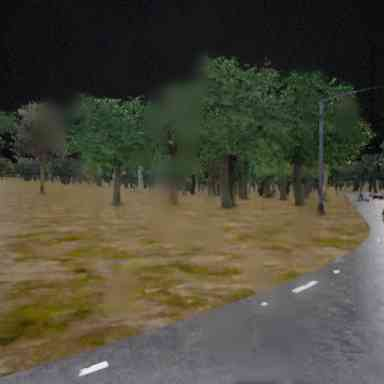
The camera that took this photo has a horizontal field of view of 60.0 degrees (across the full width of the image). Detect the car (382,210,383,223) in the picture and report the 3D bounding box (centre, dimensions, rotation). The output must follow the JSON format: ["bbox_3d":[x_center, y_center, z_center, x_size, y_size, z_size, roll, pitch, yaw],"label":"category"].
[{"bbox_3d":[12.909,1.456,20.439,1.895,1.301,4.718,0,1,26],"label":"car"}]

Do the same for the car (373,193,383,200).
[{"bbox_3d":[43.400,0.993,77.806,1.882,1.535,5.008,0,0,24],"label":"car"}]

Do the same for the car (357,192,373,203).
[{"bbox_3d":[30.450,1.086,58.977,1.837,1.490,4.892,0,0,25],"label":"car"}]
